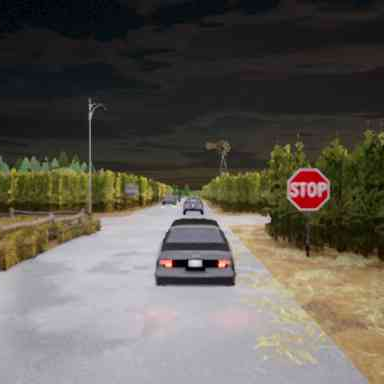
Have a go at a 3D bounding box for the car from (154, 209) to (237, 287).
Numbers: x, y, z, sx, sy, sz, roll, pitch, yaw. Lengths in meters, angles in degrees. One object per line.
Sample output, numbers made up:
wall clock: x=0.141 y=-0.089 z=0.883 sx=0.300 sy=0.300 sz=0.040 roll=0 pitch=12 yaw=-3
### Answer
car: x=0.080 y=1.435 z=9.121 sx=2.033 sy=1.411 sz=5.357 roll=0 pitch=1 yaw=0

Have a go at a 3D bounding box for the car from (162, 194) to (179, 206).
car: x=-3.138 y=1.113 z=46.115 sx=1.837 sy=1.490 sz=4.892 roll=0 pitch=1 yaw=0

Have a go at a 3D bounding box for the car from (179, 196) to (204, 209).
car: x=0.114 y=1.248 z=30.793 sx=2.033 sy=1.411 sz=5.357 roll=0 pitch=0 yaw=0
